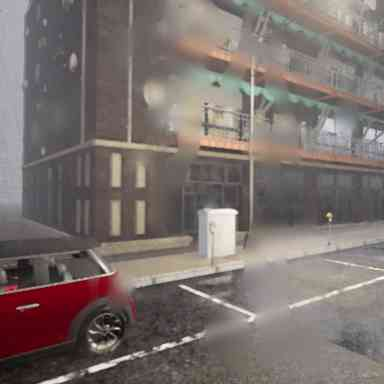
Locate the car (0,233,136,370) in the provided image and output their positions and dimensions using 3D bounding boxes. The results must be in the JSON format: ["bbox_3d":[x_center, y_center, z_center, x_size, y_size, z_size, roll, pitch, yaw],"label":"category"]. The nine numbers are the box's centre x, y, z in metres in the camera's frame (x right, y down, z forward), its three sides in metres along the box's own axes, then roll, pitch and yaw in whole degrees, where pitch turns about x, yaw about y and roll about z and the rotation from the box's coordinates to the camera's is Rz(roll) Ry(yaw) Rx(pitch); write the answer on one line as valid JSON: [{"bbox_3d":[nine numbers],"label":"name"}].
[{"bbox_3d":[-2.929,1.440,4.454,4.097,1.590,1.967,0,1,-36],"label":"car"}]
